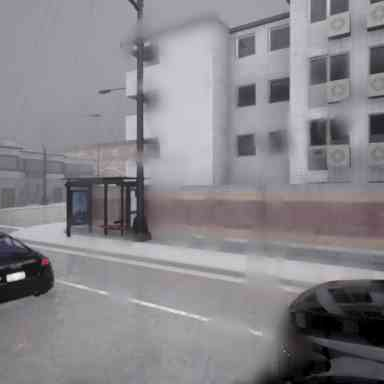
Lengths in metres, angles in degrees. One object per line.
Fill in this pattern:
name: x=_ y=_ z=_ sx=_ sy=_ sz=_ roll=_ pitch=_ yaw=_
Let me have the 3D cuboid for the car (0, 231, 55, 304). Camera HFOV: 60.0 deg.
car: x=-4.966 y=1.564 z=7.412 sx=4.181 sy=1.385 sz=1.994 roll=0 pitch=0 yaw=35

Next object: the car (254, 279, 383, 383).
car: x=3.137 y=1.222 z=1.729 sx=5.566 sy=2.045 sz=2.150 roll=0 pitch=0 yaw=36
